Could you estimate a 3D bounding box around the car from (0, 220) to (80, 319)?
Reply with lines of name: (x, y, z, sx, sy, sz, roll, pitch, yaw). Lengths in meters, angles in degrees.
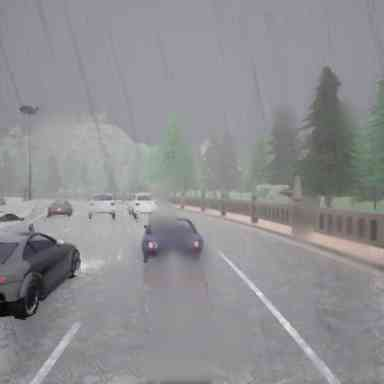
car: (-3.881, 1.552, 7.268, 1.994, 1.385, 4.181, 0, 0, -4)

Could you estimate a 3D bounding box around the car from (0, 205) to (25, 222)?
car: (-8.140, 1.507, 13.763, 1.812, 1.442, 4.674, 0, 0, -8)

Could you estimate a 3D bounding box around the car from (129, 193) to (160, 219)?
car: (-4.199, 1.135, 28.847, 2.150, 2.045, 5.566, 0, 0, -16)

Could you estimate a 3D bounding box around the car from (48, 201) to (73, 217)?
car: (-12.133, 1.500, 30.769, 1.994, 1.385, 4.181, 0, 0, -18)

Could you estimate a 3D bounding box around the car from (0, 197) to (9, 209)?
car: (-26.673, 1.428, 46.155, 2.128, 1.511, 4.902, 0, 0, -30)

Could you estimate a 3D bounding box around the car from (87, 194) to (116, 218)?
car: (-7.898, 1.147, 29.131, 2.150, 2.045, 5.566, 0, 0, -16)

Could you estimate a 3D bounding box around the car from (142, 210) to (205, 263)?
car: (-0.796, 1.561, 11.918, 1.895, 1.301, 4.718, 0, 0, -7)
